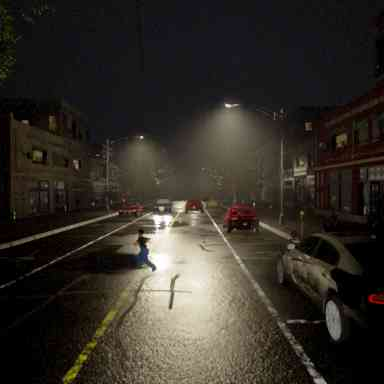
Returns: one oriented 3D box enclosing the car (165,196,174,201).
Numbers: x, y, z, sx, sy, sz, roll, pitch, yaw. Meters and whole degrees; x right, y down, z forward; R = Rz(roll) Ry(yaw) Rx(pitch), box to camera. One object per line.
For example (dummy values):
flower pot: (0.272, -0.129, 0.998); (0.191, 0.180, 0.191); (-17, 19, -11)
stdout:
car: (-5.354, 1.559, 80.509); (1.802, 1.307, 4.206); (0, 0, 0)

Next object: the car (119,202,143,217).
car: (-5.564, 1.574, 30.613); (1.802, 1.307, 4.206); (0, 0, 0)

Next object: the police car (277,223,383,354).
police car: (3.026, 1.424, 6.459); (1.930, 1.638, 5.238); (0, 0, 0)

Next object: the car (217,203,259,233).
car: (2.769, 1.540, 19.490); (1.887, 1.381, 4.507); (-1, 0, 0)

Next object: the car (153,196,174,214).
car: (-2.953, 1.482, 34.871); (2.128, 1.511, 4.902); (0, 0, 0)

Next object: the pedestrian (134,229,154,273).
pedestrian: (-1.327, 1.574, 9.253); (0.375, 1.300, 0.375); (-1, 1, -3)

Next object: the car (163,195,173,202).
car: (-5.378, 1.419, 74.965); (1.967, 1.590, 4.097); (0, 0, 0)

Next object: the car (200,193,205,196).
car: (2.980, 1.525, 69.386); (1.887, 1.381, 4.507); (-1, 0, 0)

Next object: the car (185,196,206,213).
car: (0.241, 1.468, 36.834); (1.882, 1.535, 5.008); (0, 0, 0)

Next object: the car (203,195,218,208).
car: (2.887, 1.513, 47.380); (1.752, 1.417, 4.829); (-1, 0, 0)

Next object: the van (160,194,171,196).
van: (-5.426, 1.324, 63.877); (1.690, 1.788, 3.998); (0, 0, 0)
